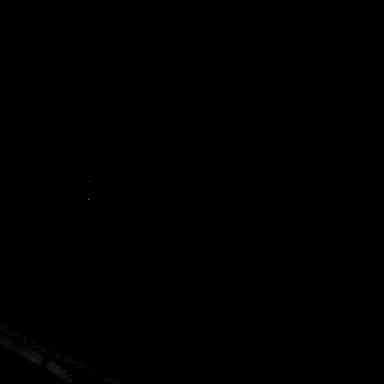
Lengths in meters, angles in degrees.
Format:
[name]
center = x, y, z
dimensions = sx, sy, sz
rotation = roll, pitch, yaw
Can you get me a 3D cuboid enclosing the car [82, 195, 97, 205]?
[car]
center = -16.396, 1.244, 56.564
dimensions = 2.097, 1.767, 4.553
rotation = 0, 1, 39
